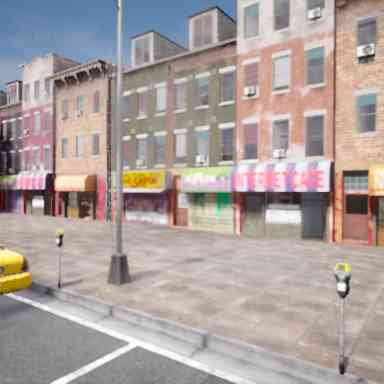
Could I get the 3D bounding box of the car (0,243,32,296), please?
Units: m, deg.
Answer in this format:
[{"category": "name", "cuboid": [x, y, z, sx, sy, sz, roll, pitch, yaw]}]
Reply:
[{"category": "car", "cuboid": [-5.630, 1.389, 7.310, 5.366, 1.575, 1.801, 1, 0, 36]}]
